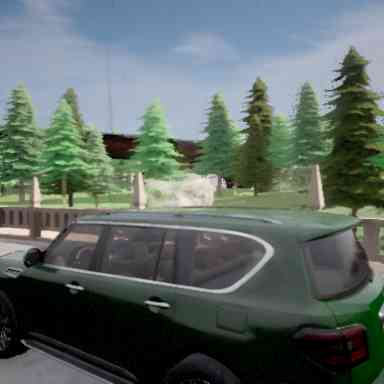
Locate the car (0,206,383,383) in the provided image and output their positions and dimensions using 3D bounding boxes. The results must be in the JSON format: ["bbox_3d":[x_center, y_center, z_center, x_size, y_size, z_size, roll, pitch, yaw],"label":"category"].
[{"bbox_3d":[-0.570,1.213,4.332,5.566,2.045,2.150,0,0,35],"label":"car"}]
